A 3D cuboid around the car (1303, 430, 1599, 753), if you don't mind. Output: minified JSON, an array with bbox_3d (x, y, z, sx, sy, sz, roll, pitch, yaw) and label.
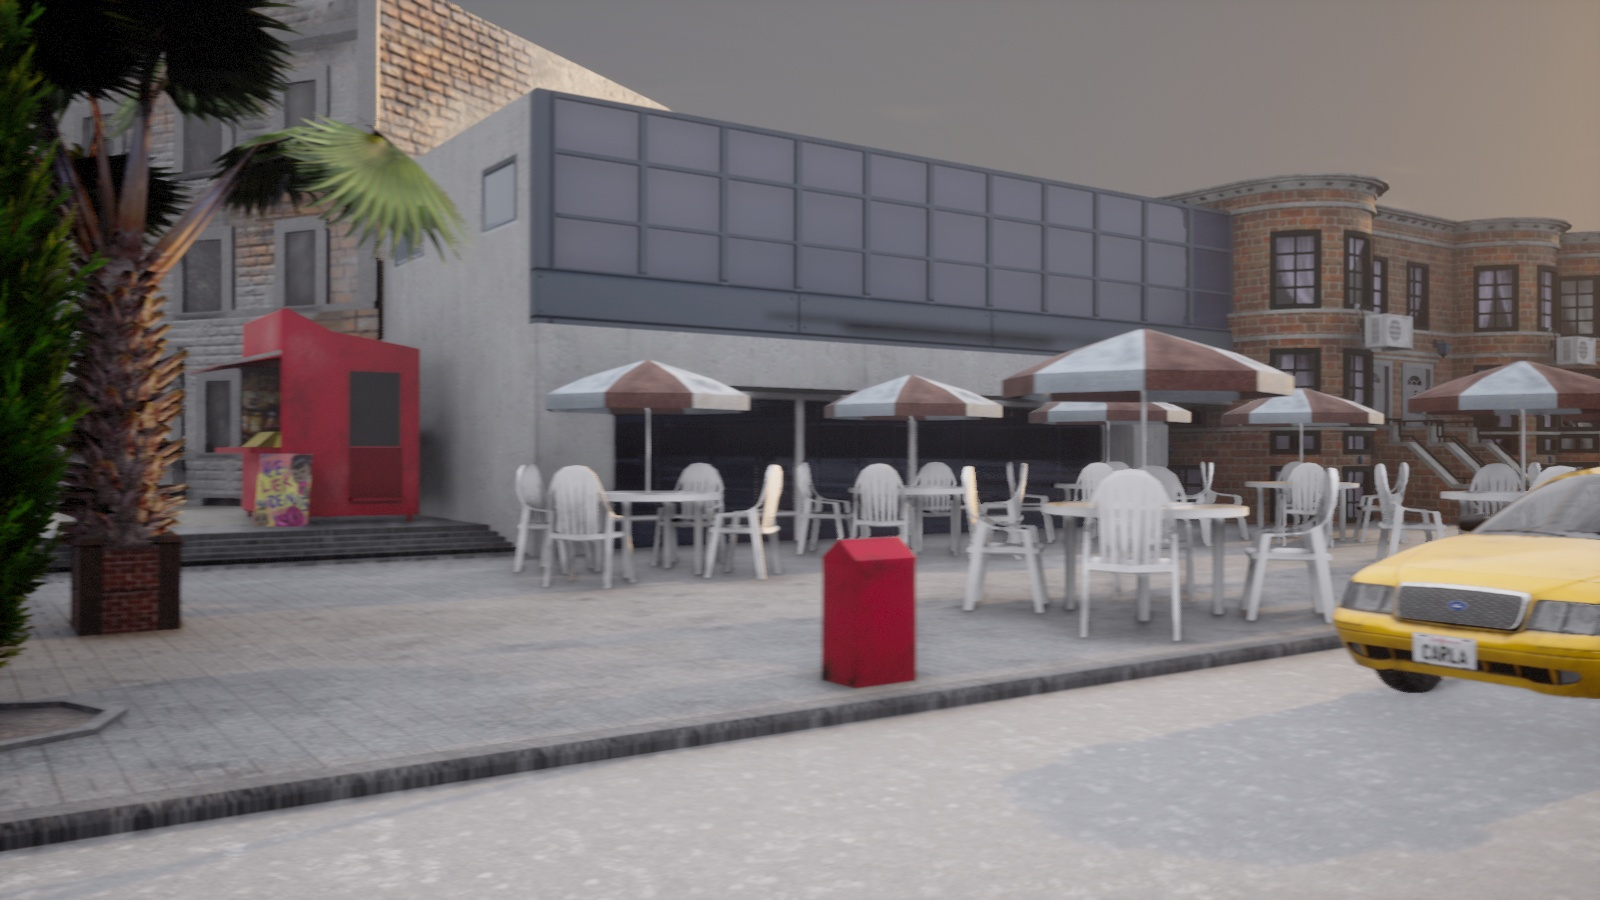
[{"bbox_3d":[5.697,0.692,8.234,5.366,1.575,1.801,0,0,-35],"label":"car"}]
